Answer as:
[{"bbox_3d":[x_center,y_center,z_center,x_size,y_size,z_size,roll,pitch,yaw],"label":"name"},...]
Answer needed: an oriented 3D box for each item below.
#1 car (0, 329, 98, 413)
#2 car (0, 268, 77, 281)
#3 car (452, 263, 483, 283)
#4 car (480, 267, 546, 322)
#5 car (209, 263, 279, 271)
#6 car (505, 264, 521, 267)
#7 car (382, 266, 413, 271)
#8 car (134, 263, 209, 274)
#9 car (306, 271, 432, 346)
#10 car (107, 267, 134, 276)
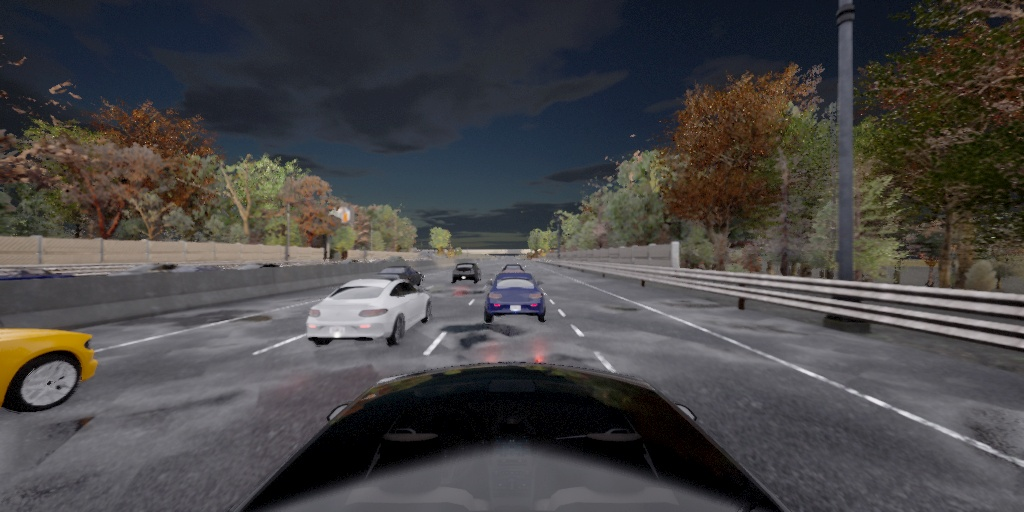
[{"bbox_3d":[-6.900,1.228,3.031,1.882,1.535,5.008,0,0,0],"label":"car"},{"bbox_3d":[-28.102,1.361,20.098,1.895,1.301,4.718,0,0,0],"label":"car"},{"bbox_3d":[-3.403,1.270,27.649,1.837,1.490,4.892,0,0,0],"label":"car"},{"bbox_3d":[0.098,1.279,12.260,1.812,1.442,4.674,0,0,0],"label":"car"},{"bbox_3d":[-17.601,1.268,24.534,1.837,1.490,4.892,0,0,0],"label":"car"},{"bbox_3d":[0.099,1.329,28.288,1.994,1.385,4.181,0,0,0],"label":"car"},{"bbox_3d":[-6.902,1.308,22.048,2.033,1.411,5.357,0,0,0],"label":"car"},{"bbox_3d":[-21.103,1.310,23.800,2.033,1.411,5.357,0,0,0],"label":"car"},{"bbox_3d":[-3.401,1.278,9.287,1.812,1.442,4.674,0,0,0],"label":"car"},{"bbox_3d":[-24.601,1.269,24.517,1.837,1.490,4.892,0,0,0],"label":"car"}]
